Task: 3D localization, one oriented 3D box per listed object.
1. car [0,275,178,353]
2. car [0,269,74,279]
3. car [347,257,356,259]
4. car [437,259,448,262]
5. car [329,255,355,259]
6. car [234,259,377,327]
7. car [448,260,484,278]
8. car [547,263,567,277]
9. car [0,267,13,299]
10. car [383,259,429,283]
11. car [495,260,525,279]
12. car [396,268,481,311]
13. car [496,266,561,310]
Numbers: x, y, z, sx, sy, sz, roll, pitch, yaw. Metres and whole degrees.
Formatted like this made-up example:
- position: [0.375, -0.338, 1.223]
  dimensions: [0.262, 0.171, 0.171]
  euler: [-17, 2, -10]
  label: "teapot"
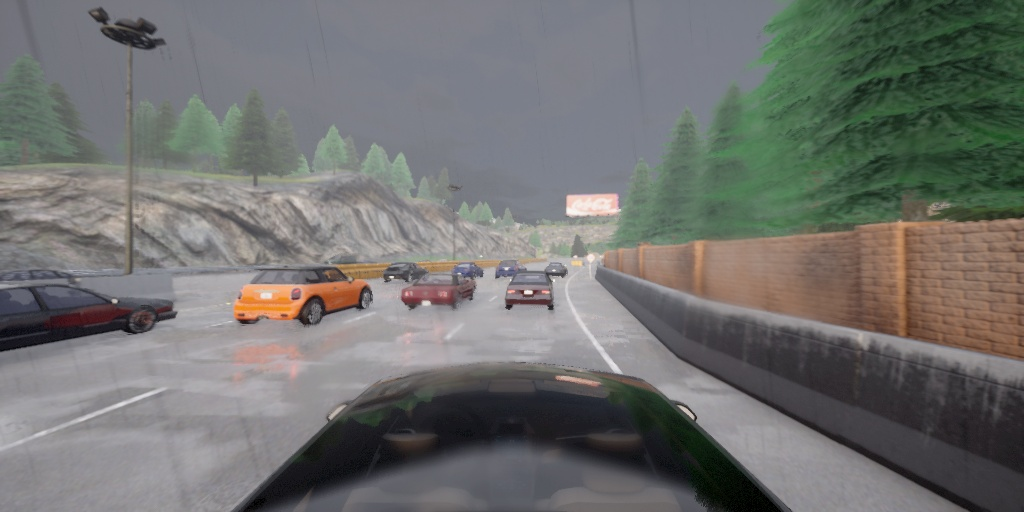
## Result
- position: [-10.230, 1.269, 7.389]
  dimensions: [2.033, 1.411, 5.357]
  euler: [0, 0, 2]
  label: "car"
- position: [-20.464, 1.240, 14.686]
  dimensions: [2.033, 1.411, 5.357]
  euler: [0, 0, 5]
  label: "car"
- position: [-20.931, 1.257, 51.067]
  dimensions: [1.994, 1.385, 4.181]
  euler: [0, 0, 14]
  label: "car"
- position: [-11.465, 1.249, 60.269]
  dimensions: [1.812, 1.442, 4.674]
  euler: [0, 0, 14]
  label: "car"
- position: [-24.504, 0.902, 51.156]
  dimensions: [2.150, 2.045, 5.566]
  euler: [0, 0, 14]
  label: "car"
- position: [-6.420, 1.084, 11.700]
  dimensions: [2.097, 1.767, 4.553]
  euler: [0, 0, 4]
  label: "car"
- position: [-3.796, 1.266, 30.965]
  dimensions: [1.812, 1.442, 4.674]
  euler: [0, 0, 11]
  label: "car"
- position: [4.342, 1.327, 35.318]
  dimensions: [1.994, 1.385, 4.181]
  euler: [0, 0, 13]
  label: "car"
- position: [-24.045, 1.230, 13.821]
  dimensions: [2.033, 1.411, 5.357]
  euler: [0, 0, 4]
  label: "car"
- position: [-8.005, 1.233, 27.424]
  dimensions: [1.837, 1.490, 4.892]
  euler: [0, 0, 10]
  label: "car"
- position: [-0.013, 1.103, 31.804]
  dimensions: [2.097, 1.767, 4.553]
  euler: [0, 0, 12]
  label: "car"
- position: [-2.716, 1.344, 14.501]
  dimensions: [1.895, 1.301, 4.718]
  euler: [0, 0, 5]
  label: "car"
- position: [0.810, 1.300, 14.854]
  dimensions: [2.033, 1.411, 5.357]
  euler: [0, 0, 6]
  label: "car"
